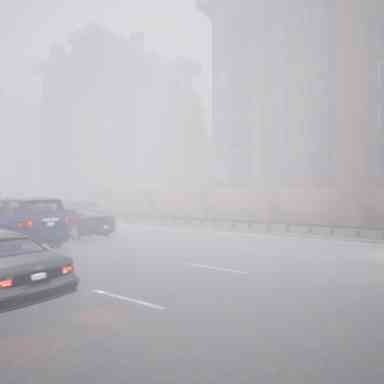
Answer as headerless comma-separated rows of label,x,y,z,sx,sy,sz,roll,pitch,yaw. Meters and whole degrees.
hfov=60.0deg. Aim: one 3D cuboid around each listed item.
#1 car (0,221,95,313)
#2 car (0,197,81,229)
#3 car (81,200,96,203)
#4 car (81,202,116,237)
car,-4.767,1.548,7.377,5.357,1.411,2.033,0,0,36
car,-7.228,1.224,13.435,5.566,2.045,2.150,0,0,35
car,-8.052,1.353,22.617,4.553,1.767,2.097,0,0,35
car,-6.004,1.477,16.861,5.008,1.535,1.882,0,0,35
